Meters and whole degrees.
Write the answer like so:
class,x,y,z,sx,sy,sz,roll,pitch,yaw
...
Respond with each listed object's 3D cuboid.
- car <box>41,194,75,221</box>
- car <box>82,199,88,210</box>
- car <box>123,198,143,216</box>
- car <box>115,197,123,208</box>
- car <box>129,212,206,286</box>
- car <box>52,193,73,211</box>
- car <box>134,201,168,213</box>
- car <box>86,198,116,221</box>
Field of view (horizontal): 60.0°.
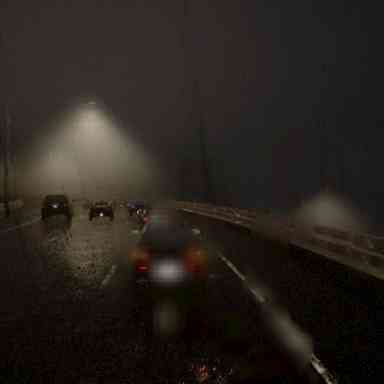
class,x,y,z,sx,sy,sz,roll,pitch,yaw
car,-11.023,1.214,27.525,2.150,2.045,5.566,0,-1,-16
car,-13.239,1.555,43.598,1.994,1.385,4.181,0,0,-24
car,-5.489,1.514,33.071,1.812,1.442,4.674,0,0,-17
car,-10.057,1.492,45.018,1.837,1.490,4.892,0,0,-24
car,-0.715,1.522,9.373,1.812,1.442,4.674,0,0,-5
car,-16.797,1.216,42.994,2.150,2.045,5.566,0,0,-24
car,-2.446,1.539,21.086,2.033,1.411,5.357,0,0,-11
car,-7.542,1.498,27.723,1.837,1.490,4.892,0,0,-15
